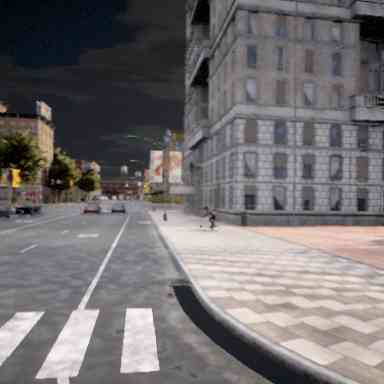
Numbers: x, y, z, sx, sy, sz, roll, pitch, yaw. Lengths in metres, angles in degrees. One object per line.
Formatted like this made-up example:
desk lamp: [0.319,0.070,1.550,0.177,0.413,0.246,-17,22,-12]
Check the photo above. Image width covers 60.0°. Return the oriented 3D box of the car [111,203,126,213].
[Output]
car: [-10.843,2.373,49.081,1.994,1.385,4.181,1,-1,-10]

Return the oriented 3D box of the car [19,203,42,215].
car: [-20.335,2.090,41.388,1.895,1.301,4.718,1,-1,-9]

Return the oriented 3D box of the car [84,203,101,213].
car: [-14.081,2.280,47.248,1.994,1.385,4.181,1,-1,-9]

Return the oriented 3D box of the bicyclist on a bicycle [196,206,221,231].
bicyclist on a bicycle: [1.076,1.763,21.593,1.656,1.620,0.582,1,-1,-9]

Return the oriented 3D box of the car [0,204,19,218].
car: [-18.733,1.866,31.531,2.033,1.411,5.357,1,-1,-9]
